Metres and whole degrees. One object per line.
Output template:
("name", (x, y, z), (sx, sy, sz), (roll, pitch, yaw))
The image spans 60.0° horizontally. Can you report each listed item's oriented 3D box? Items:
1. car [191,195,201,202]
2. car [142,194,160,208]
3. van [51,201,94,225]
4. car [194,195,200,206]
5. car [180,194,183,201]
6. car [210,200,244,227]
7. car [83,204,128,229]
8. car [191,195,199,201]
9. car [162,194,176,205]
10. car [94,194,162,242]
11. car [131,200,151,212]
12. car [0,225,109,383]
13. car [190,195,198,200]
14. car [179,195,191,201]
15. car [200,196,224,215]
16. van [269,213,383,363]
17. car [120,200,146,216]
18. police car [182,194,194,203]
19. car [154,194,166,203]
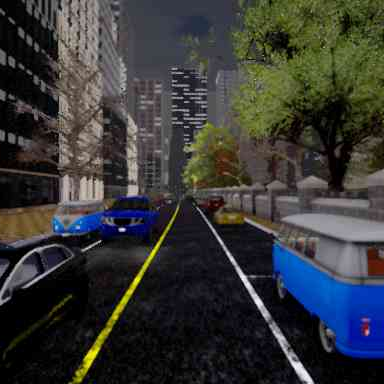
("car", (0.925, 1.528, 77.821), (2.008, 1.369, 4.403), (0, 0, -2))
("car", (-6.157, 1.312, 49.927), (2.192, 1.841, 5.009), (0, 0, -1))
("van", (-5.549, 1.345, 16.646), (1.690, 1.788, 3.998), (0, 0, -1))
("car", (1.704, 1.518, 55.812), (1.752, 1.417, 4.829), (0, 0, -2))
("car", (-1.498, 1.481, 79.835), (1.837, 1.490, 4.892), (0, 0, -17))
("car", (2.412, 1.528, 22.531), (1.752, 1.417, 4.829), (0, 0, -1))
("car", (-5.610, 1.548, 22.192), (1.887, 1.381, 4.507), (0, 0, -1))
("car", (0.708, 1.555, 83.366), (1.802, 1.307, 4.206), (0, 0, -2))
("car", (-3.708, 1.485, 56.814), (2.128, 1.511, 4.902), (0, 0, -1))
("car", (-2.932, 1.226, 16.649), (2.150, 2.045, 5.566), (0, 0, 0))
("car", (-5.890, 1.583, 38.835), (1.802, 1.307, 4.206), (0, 0, -1))
("car", (-2.865, 1.494, 4.551), (2.128, 1.511, 4.902), (0, 0, 0))
("car", (0.490, 1.534, 88.912), (1.947, 1.339, 4.313), (0, 0, -2))
("car", (-1.819, 1.476, 86.421), (1.837, 1.490, 4.892), (0, 0, 15))
("car", (2.244, 1.316, 33.457), (2.192, 1.841, 5.009), (0, 0, -1))
("van", (2.550, 1.342, 5.729), (1.690, 1.788, 3.998), (0, 0, 0))
("car", (-5.779, 1.547, 33.287), (1.887, 1.381, 4.507), (0, 0, -1))
("police car", (-0.523, 1.409, 70.240), (1.930, 1.638, 5.238), (0, 0, -2))
("car", (-6.885, 1.298, 72.111), (2.192, 1.841, 5.009), (0, 0, -2))
